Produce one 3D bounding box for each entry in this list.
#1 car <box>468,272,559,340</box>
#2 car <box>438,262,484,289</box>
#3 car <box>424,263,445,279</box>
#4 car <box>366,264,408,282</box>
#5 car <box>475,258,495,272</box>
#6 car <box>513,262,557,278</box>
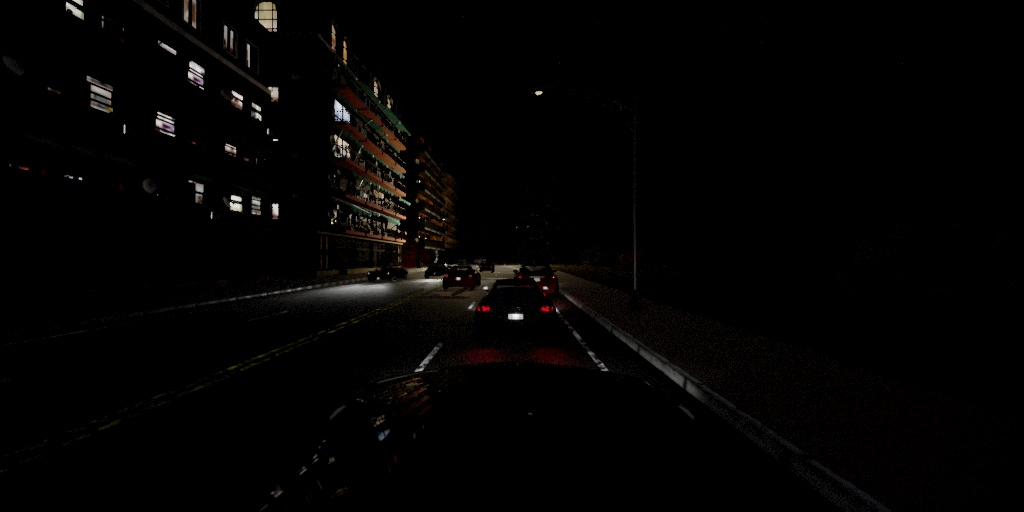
[{"bbox_3d":[0.099,1.315,9.967,1.994,1.385,4.181,0,0,0],"label":"car"},{"bbox_3d":[-3.138,1.316,22.944,1.994,1.385,4.181,0,0,0],"label":"car"},{"bbox_3d":[-6.586,1.316,32.489,1.994,1.385,4.181,0,0,0],"label":"car"},{"bbox_3d":[-9.836,1.353,28.591,1.895,1.301,4.718,0,0,0],"label":"car"},{"bbox_3d":[-3.099,1.297,44.062,2.033,1.411,5.357,0,0,-2],"label":"car"},{"bbox_3d":[1.146,1.103,18.548,2.097,1.767,4.553,0,0,0],"label":"car"}]
